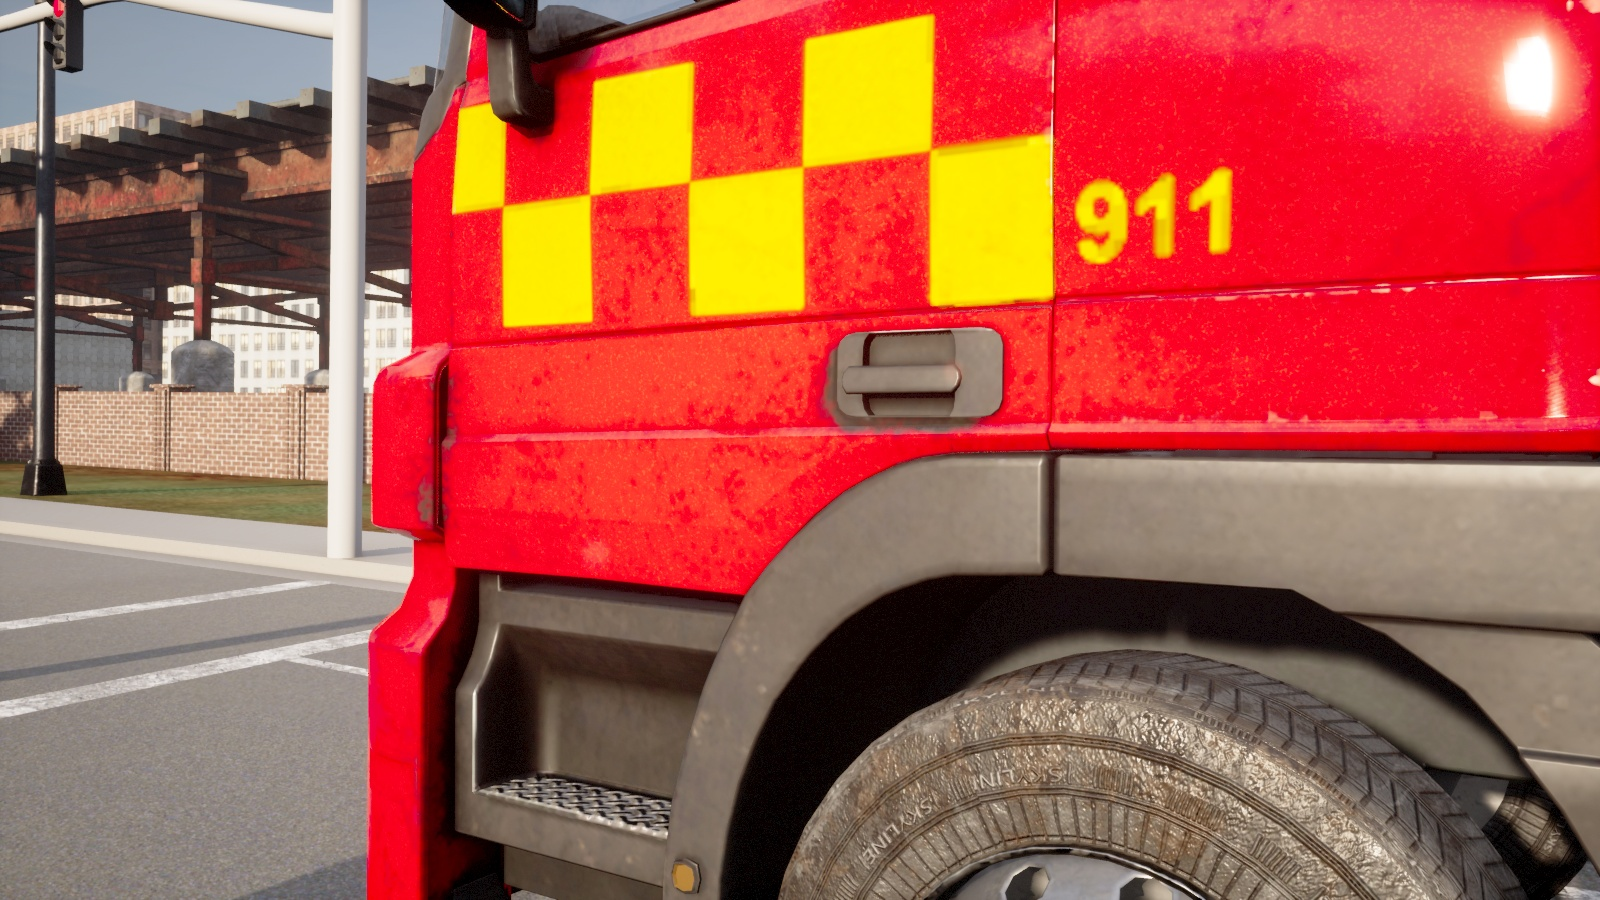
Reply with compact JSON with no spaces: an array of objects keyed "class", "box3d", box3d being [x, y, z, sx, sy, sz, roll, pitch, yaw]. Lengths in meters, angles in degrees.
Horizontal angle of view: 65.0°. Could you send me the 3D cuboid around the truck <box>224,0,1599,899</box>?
[{"class":"truck","box3d":[3.107,-0.482,1.535,8.468,3.827,2.891,0,1,34]}]
